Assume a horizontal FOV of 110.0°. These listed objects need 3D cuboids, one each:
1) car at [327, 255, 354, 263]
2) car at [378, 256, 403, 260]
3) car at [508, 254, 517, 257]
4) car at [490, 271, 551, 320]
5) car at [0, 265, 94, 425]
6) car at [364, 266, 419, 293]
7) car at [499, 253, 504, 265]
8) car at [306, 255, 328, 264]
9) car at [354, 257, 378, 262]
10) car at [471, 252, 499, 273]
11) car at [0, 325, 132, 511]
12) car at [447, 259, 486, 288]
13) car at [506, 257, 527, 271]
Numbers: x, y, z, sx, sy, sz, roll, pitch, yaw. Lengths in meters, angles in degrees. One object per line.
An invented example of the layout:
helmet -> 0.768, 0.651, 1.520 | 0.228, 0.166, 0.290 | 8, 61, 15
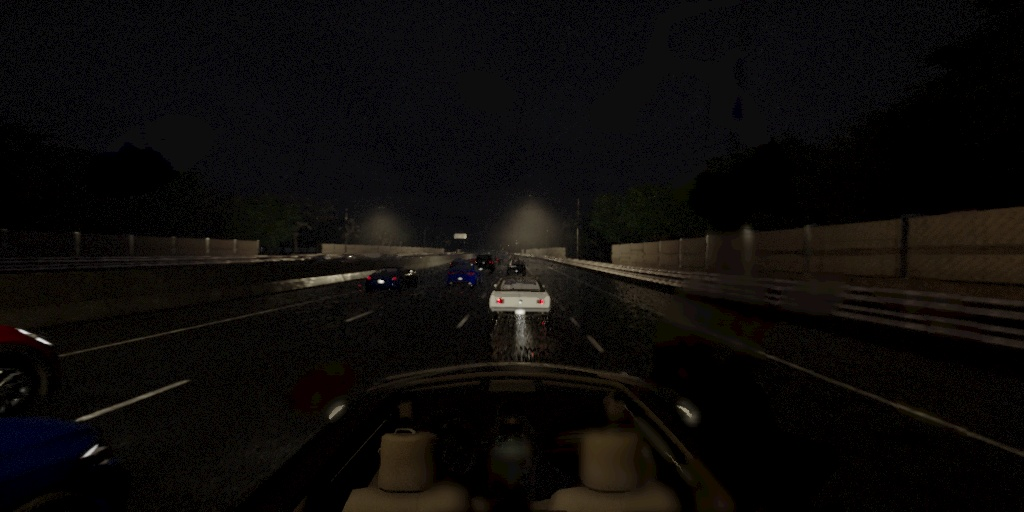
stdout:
car -> -24.027, 0.627, 52.017 | 2.033, 1.411, 5.357 | 1, 1, 1
car -> -17.035, 0.740, 52.041 | 2.033, 1.411, 5.357 | 1, 1, 1
car -> 0.510, 0.813, 65.042 | 1.837, 1.490, 4.892 | 1, 1, 0
car -> 0.277, 1.419, 13.091 | 1.895, 1.301, 4.718 | 1, 0, 1
car -> -6.830, 0.996, 2.655 | 2.097, 1.767, 4.553 | 1, 0, 1
car -> -6.659, 1.266, 20.301 | 1.994, 1.385, 4.181 | 1, 0, 0
car -> -2.990, 0.757, 65.023 | 1.837, 1.490, 4.892 | 1, 1, 0
car -> -27.522, 0.570, 52.005 | 2.033, 1.411, 5.357 | 1, 1, 1
car -> -20.538, 0.737, 52.018 | 1.895, 1.301, 4.718 | 1, 1, 1
car -> -3.025, 0.789, 41.114 | 2.150, 2.045, 5.566 | 1, 1, 0
car -> -3.361, 1.211, 0.296 | 1.812, 1.442, 4.674 | 1, 0, 1
car -> -3.127, 1.219, 24.290 | 1.882, 1.535, 5.008 | 1, 0, 0
car -> 0.447, 1.180, 36.253 | 2.128, 1.511, 4.902 | 1, 1, 0
